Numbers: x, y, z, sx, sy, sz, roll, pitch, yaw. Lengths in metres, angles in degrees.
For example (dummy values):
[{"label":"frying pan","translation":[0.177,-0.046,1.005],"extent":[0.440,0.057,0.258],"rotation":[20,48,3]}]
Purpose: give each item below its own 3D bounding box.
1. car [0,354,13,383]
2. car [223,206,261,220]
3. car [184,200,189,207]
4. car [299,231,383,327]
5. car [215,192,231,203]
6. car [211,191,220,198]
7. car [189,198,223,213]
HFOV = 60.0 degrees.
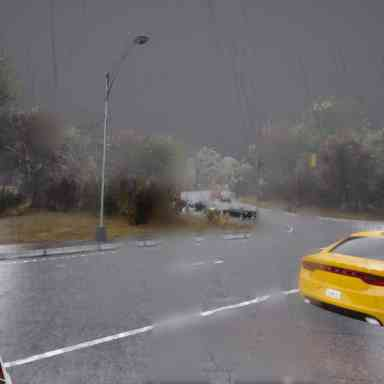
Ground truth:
[{"label":"car","translation":[-3.262,1.353,1.424],"extent":[4.553,1.767,2.097],"rotation":[0,0,-35]},{"label":"car","translation":[5.074,2.146,34.280],"extent":[1.895,1.301,4.718],"rotation":[3,-1,-22]},{"label":"car","translation":[-1.081,1.725,52.672],"extent":[1.994,1.385,4.181],"rotation":[2,1,-14]},{"label":"car","translation":[4.329,1.542,6.841],"extent":[5.008,1.535,1.882],"rotation":[1,-1,-35]},{"label":"car","translation":[6.728,1.462,68.829],"extent":[1.837,1.490,4.892],"rotation":[2,2,-7]},{"label":"car","translation":[5.695,0.738,78.949],"extent":[2.150,2.045,5.566],"rotation":[2,2,-1]},{"label":"car","translation":[1.740,1.924,43.085],"extent":[2.128,1.511,4.902],"rotation":[2,0,-19]}]
